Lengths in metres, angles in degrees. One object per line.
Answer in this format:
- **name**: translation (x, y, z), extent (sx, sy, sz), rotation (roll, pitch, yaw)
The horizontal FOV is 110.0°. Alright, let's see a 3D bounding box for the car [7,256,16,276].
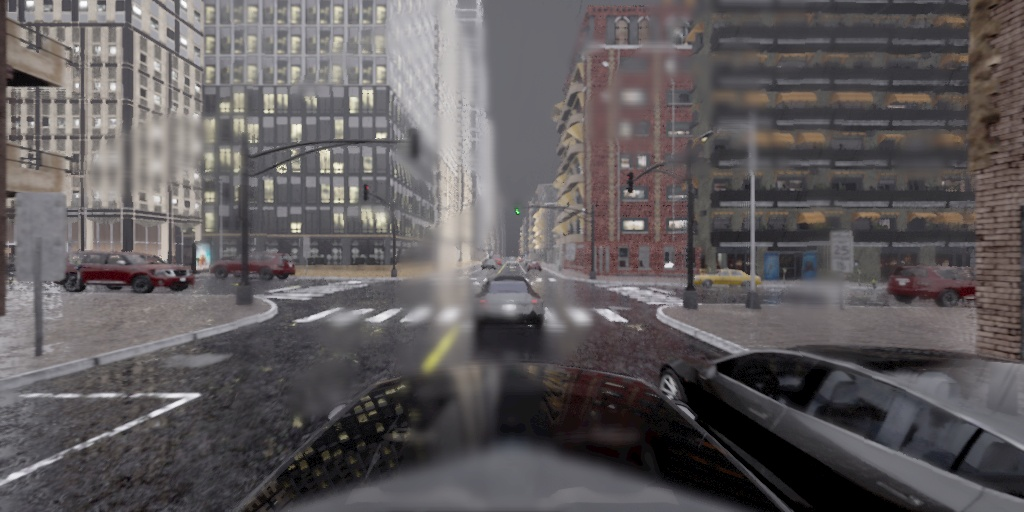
- **car**: translation (-34.342, 0.647, 24.600), extent (4.313, 1.339, 1.948), rotation (0, 0, 0)

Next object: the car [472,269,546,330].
- **car**: translation (-0.196, 1.287, 11.061), extent (1.994, 1.385, 4.181), rotation (0, 0, -5)

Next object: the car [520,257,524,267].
- **car**: translation (2.712, 1.151, 57.629), extent (2.007, 1.370, 4.403), rotation (0, 0, 0)

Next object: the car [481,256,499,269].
- **car**: translation (-3.067, 1.127, 48.384), extent (1.837, 1.490, 4.892), rotation (0, 0, 0)

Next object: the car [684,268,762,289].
- **car**: translation (14.639, 1.517, 25.011), extent (4.829, 1.417, 1.751), rotation (0, 0, 0)

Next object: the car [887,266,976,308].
- **car**: translation (20.605, 1.416, 16.713), extent (5.009, 1.841, 2.192), rotation (0, 0, 0)

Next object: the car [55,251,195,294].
- **car**: translation (-17.570, 0.714, 16.360), extent (5.009, 1.841, 2.192), rotation (0, 0, 0)

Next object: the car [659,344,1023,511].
- **car**: translation (2.691, 1.313, 2.689), extent (1.948, 1.339, 4.313), rotation (0, 0, 0)

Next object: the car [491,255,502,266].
- **car**: translation (-3.000, 0.805, 65.057), extent (2.150, 2.045, 5.566), rotation (0, 0, 1)

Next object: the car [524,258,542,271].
- **car**: translation (2.758, 1.213, 44.712), extent (1.802, 1.307, 4.207), rotation (0, 0, 0)

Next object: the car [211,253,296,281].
- **car**: translation (-17.701, 0.708, 24.740), extent (5.009, 1.841, 2.192), rotation (0, 0, 0)
